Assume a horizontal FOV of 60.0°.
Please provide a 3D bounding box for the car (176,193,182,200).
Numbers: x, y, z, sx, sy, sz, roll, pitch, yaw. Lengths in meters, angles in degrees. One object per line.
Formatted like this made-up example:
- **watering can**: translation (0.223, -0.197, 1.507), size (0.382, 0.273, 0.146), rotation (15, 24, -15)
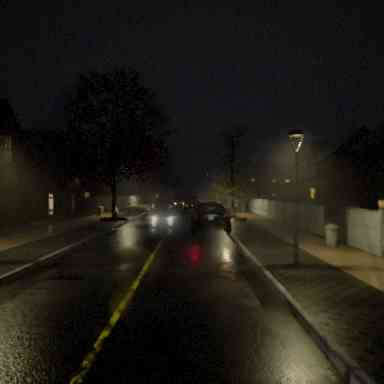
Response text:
- **car**: translation (-2.718, 1.145, 74.832), size (2.150, 2.045, 5.566), rotation (0, 0, 0)

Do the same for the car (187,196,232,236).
- **car**: translation (0.939, 1.315, 18.572), size (2.097, 1.767, 4.553), rotation (-2, 0, 0)

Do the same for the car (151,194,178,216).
- **car**: translation (-2.830, 1.348, 32.966), size (2.097, 1.767, 4.553), rotation (0, 0, 0)

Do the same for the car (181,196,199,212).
- **car**: translation (0.045, 1.544, 39.158), size (2.033, 1.411, 5.357), rotation (0, 0, 1)

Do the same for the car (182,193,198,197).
- **car**: translation (0.021, 1.223, 51.874), size (2.150, 2.045, 5.566), rotation (0, 0, 0)
